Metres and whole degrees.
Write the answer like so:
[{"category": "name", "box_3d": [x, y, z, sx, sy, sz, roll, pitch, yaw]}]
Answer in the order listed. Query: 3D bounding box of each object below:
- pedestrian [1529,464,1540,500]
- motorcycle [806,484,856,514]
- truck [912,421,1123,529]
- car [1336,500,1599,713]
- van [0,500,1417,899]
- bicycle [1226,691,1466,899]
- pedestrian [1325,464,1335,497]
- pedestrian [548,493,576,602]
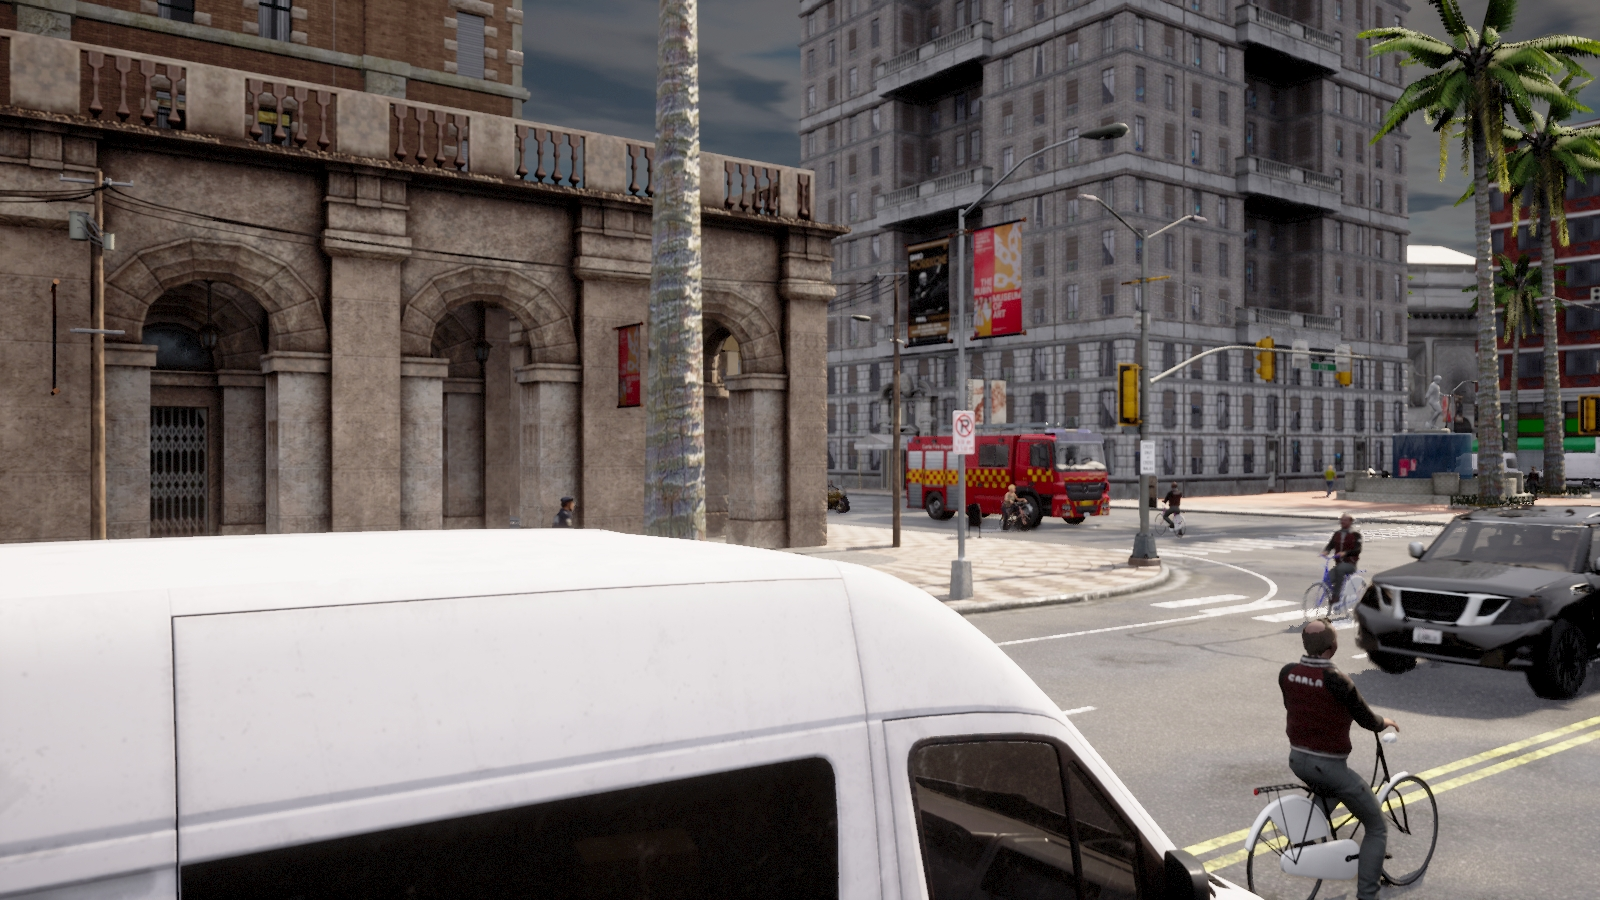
[{"category": "pedestrian", "box_3d": [38.432, 1.688, 59.819, 0.375, 1.860, 0.375, 0, 0, 12]}, {"category": "motorcycle", "box_3d": [1.364, 2.200, 51.298, 2.209, 1.251, 0.867, 0, 0, 42]}, {"category": "truck", "box_3d": [8.259, 0.886, 44.593, 2.891, 3.827, 8.468, 0, 0, -35]}, {"category": "car", "box_3d": [9.430, 1.777, 14.642, 5.566, 2.045, 2.150, 0, 0, -35]}, {"category": "van", "box_3d": [-0.760, 1.534, 3.253, 5.915, 2.561, 1.988, 0, 0, -35]}, {"category": "bicycle", "box_3d": [3.417, 2.209, 7.084, 1.835, 1.171, 0.329, 0, 0, -29]}, {"category": "pedestrian", "box_3d": [29.329, 1.687, 63.234, 0.375, 1.860, 0.375, 0, 0, 44]}, {"category": "pedestrian", "box_3d": [-4.174, 1.695, 20.040, 0.375, 1.860, 0.375, 0, 0, -36]}]
